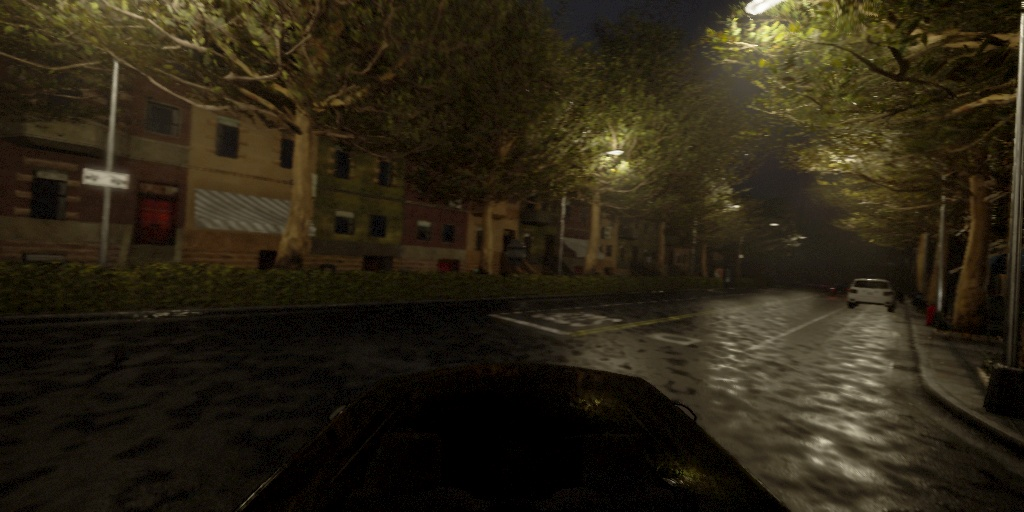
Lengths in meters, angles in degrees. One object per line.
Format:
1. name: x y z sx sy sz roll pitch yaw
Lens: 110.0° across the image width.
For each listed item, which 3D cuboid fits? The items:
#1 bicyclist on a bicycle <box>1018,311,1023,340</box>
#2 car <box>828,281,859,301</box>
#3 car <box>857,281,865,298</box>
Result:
1. bicyclist on a bicycle: 18.701 2.235 12.480 0.582 1.620 1.656 4 -1 -43
2. car: 35.912 3.688 38.950 4.674 1.442 1.812 4 -1 -42
3. car: 43.215 4.247 45.710 4.718 1.301 1.895 4 -1 -43
